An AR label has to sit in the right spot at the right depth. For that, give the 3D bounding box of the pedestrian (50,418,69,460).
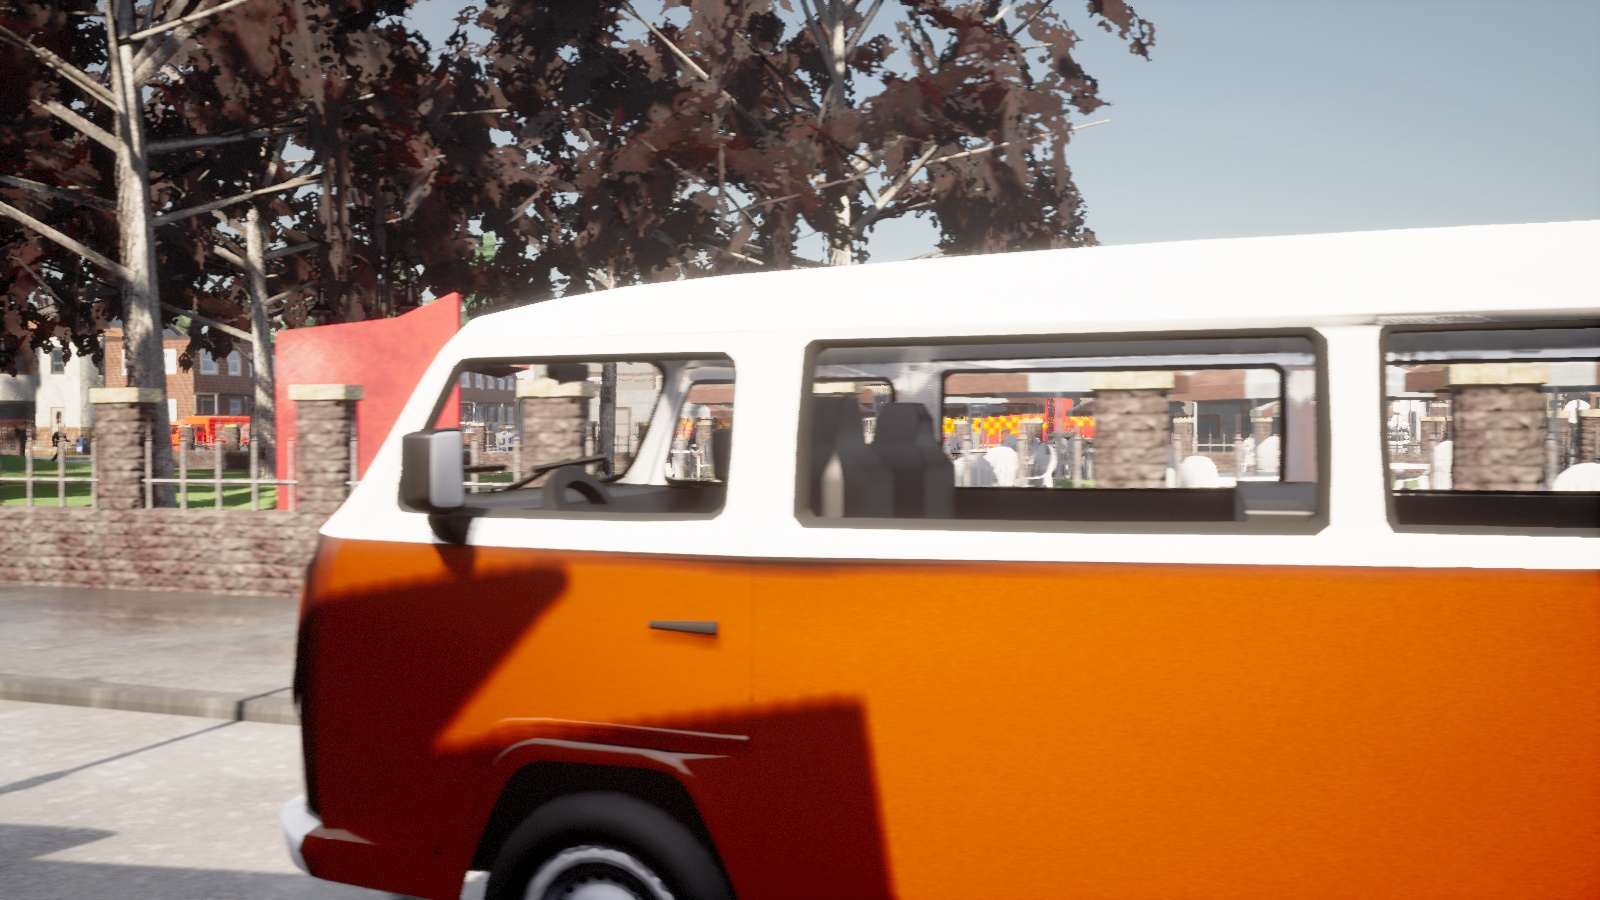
[{"bbox_3d":[-33.836,-0.510,57.374,0.692,1.930,0.395,1,1,19],"label":"pedestrian"}]

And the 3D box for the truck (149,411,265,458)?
[{"bbox_3d":[-32.850,-0.908,69.726,2.627,2.467,5.204,3,3,34],"label":"truck"}]

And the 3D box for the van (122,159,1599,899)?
[{"bbox_3d":[0.740,0.497,3.465,4.480,2.038,2.069,1,1,18],"label":"van"}]
